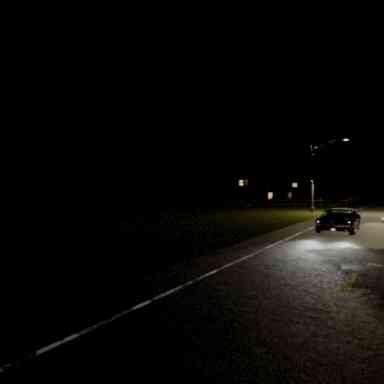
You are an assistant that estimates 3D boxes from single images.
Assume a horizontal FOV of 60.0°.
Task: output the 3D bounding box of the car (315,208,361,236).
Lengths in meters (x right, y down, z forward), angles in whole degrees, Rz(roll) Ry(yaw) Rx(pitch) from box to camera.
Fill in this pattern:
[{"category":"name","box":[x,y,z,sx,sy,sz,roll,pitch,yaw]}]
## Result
[{"category":"car","box":[8.230,1.577,18.581,1.895,1.301,4.718,-1,0,32]}]
